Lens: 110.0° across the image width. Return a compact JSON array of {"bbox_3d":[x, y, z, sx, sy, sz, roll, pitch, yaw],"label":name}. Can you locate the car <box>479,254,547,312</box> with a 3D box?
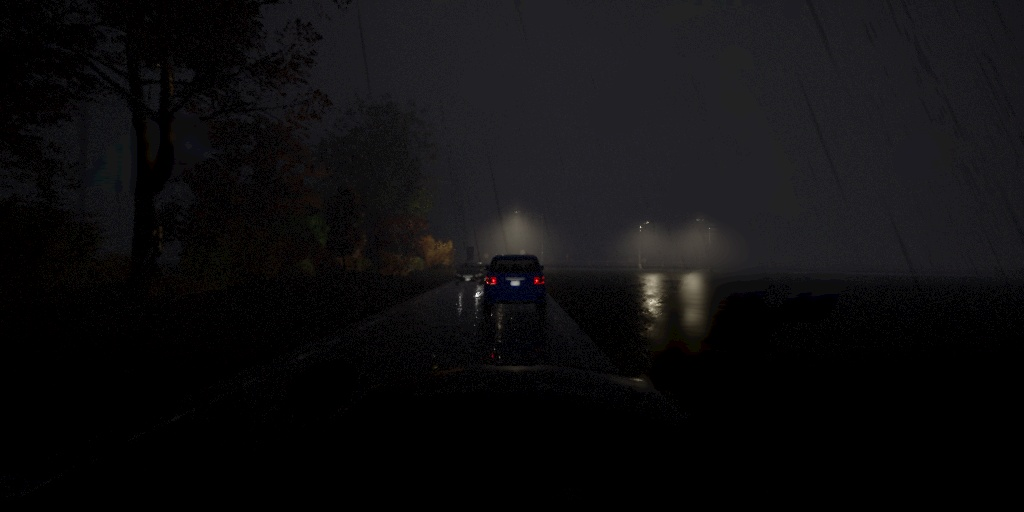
[{"bbox_3d":[0.106,0.942,14.114,2.150,2.045,5.566,0,0,0],"label":"car"}]

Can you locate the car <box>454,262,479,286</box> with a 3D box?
[{"bbox_3d":[-2.744,1.185,24.668,2.128,1.511,4.902,0,0,0],"label":"car"}]
